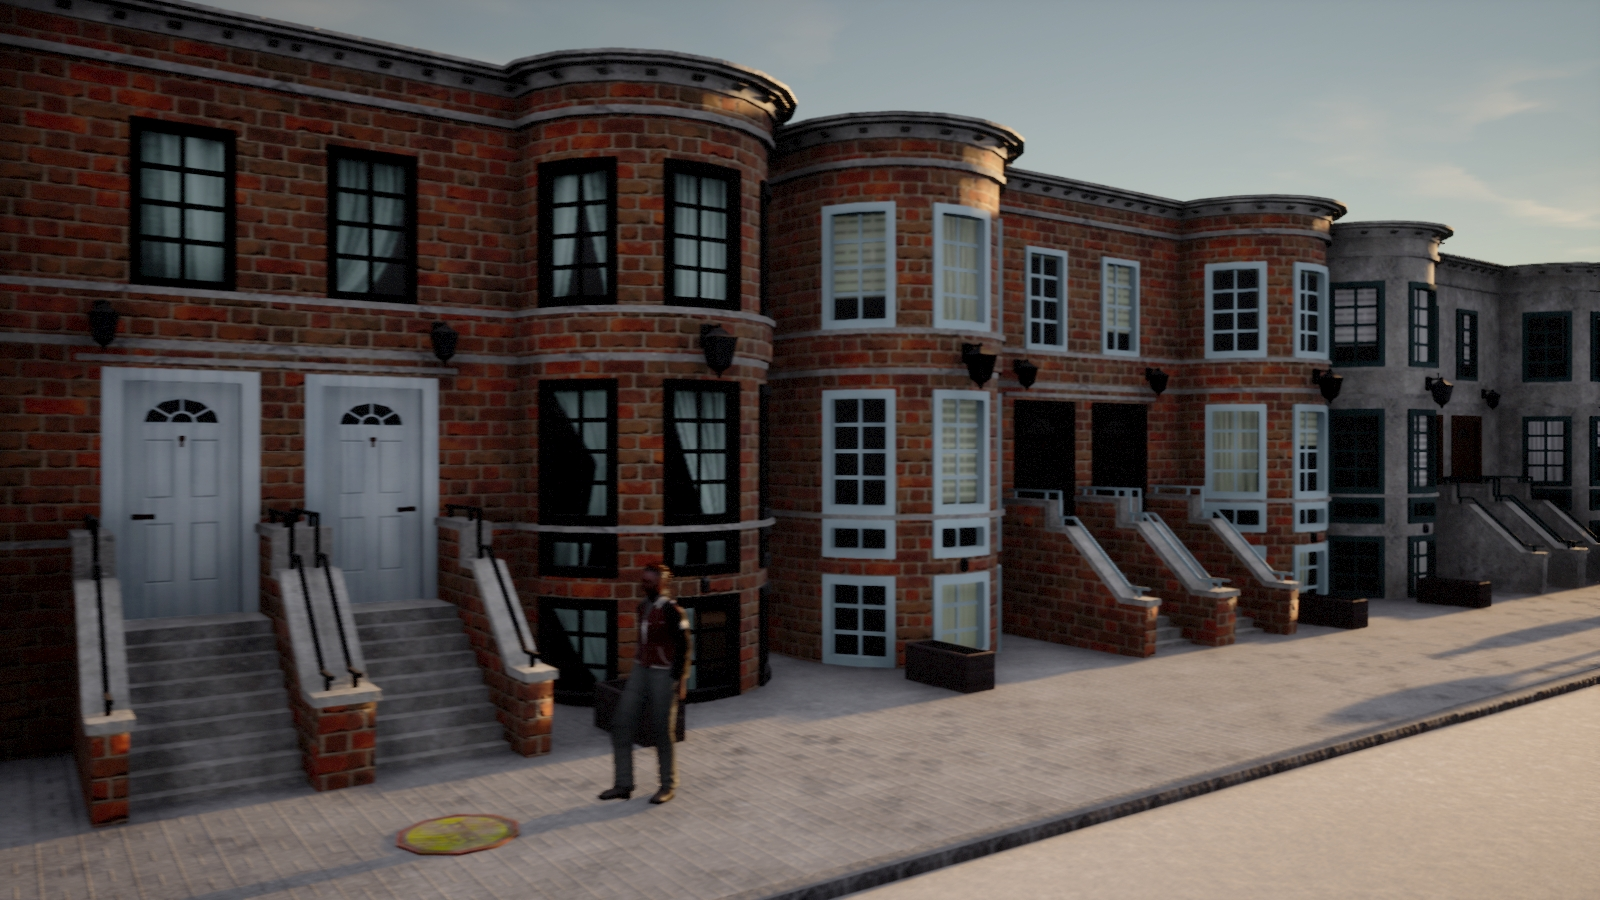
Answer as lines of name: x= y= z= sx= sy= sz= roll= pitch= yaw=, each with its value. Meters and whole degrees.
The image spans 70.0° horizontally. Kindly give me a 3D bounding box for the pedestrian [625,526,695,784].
pedestrian: x=-1.062 y=1.524 z=8.663 sx=0.375 sy=1.860 sz=0.375 roll=0 pitch=0 yaw=37
